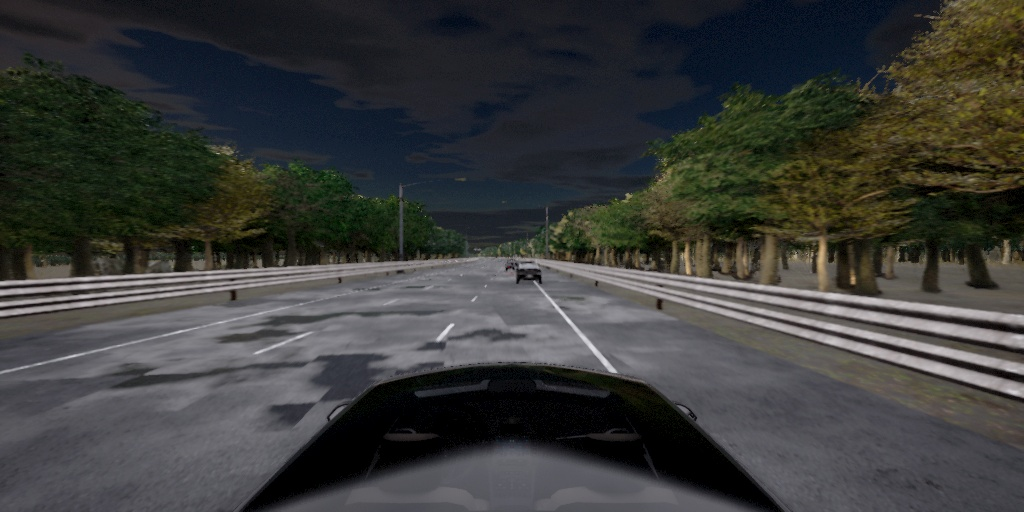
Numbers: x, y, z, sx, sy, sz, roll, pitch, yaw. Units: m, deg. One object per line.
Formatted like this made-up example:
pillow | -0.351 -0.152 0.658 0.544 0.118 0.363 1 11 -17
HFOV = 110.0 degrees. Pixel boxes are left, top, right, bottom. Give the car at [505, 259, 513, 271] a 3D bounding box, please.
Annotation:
car | 0.026 1.276 48.920 1.837 1.490 4.892 0 0 1

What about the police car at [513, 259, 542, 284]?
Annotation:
police car | 1.226 1.186 27.489 1.930 1.638 5.238 0 0 0
